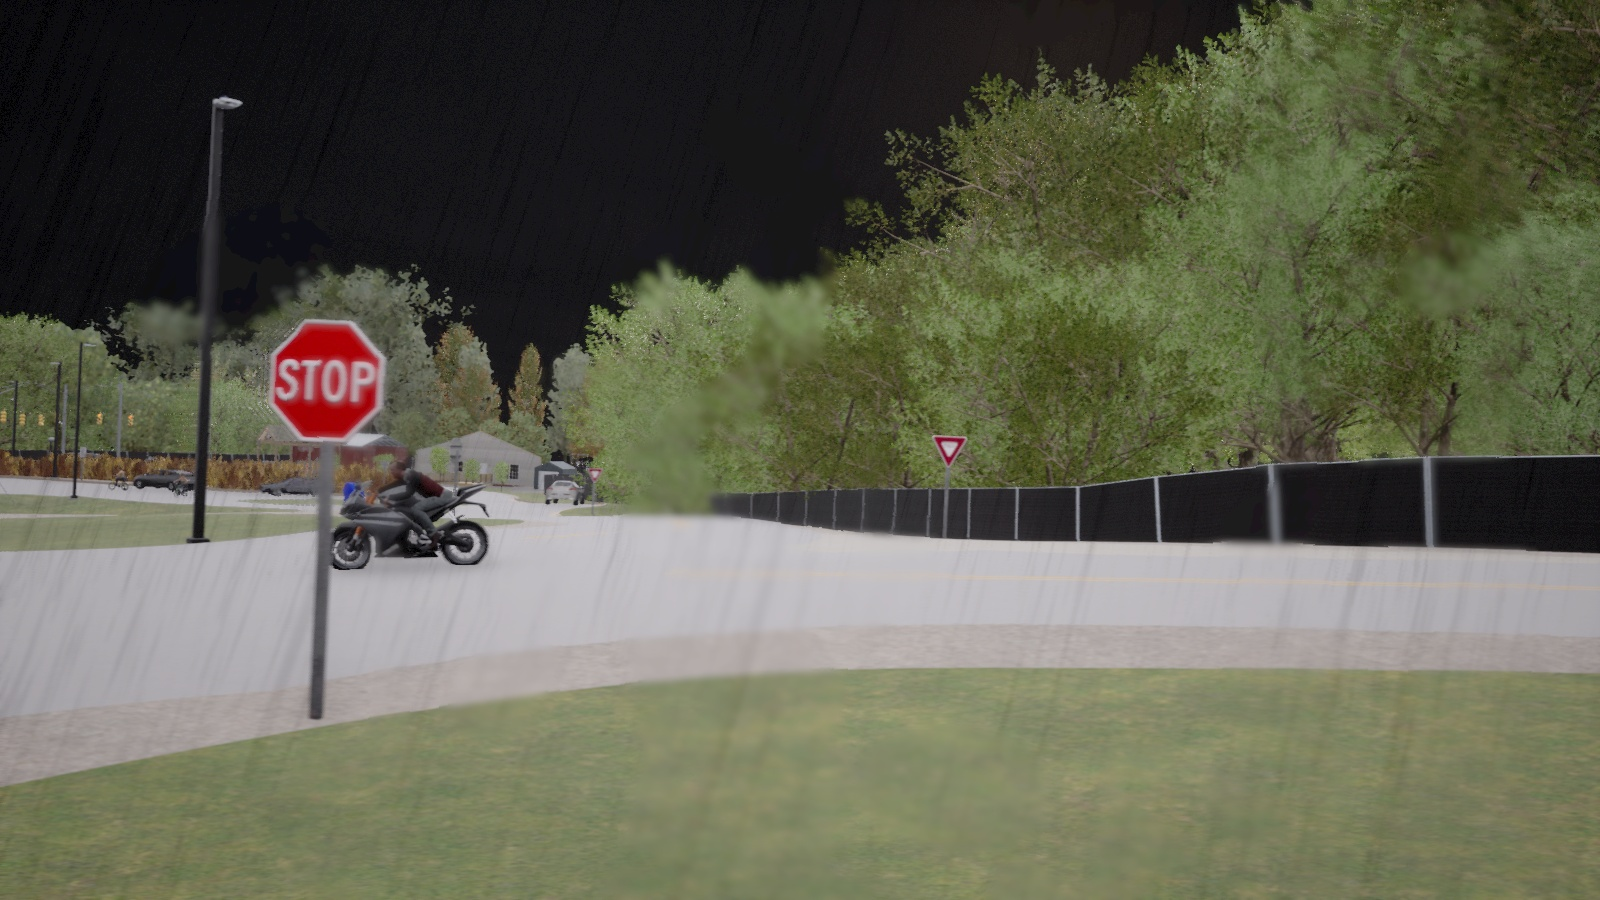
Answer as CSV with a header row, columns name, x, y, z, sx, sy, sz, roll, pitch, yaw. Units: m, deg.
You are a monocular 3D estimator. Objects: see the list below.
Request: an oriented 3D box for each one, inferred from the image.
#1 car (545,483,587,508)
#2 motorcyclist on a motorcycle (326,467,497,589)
name,x,y,z,sx,sy,sz,roll,pitch,yaw
car,-15.728,3.050,84.698,2.152,1.651,5.027,0,-1,-4
motorcyclist on a motorcycle,-5.432,1.055,17.580,2.191,1.530,0.866,-2,1,-20
